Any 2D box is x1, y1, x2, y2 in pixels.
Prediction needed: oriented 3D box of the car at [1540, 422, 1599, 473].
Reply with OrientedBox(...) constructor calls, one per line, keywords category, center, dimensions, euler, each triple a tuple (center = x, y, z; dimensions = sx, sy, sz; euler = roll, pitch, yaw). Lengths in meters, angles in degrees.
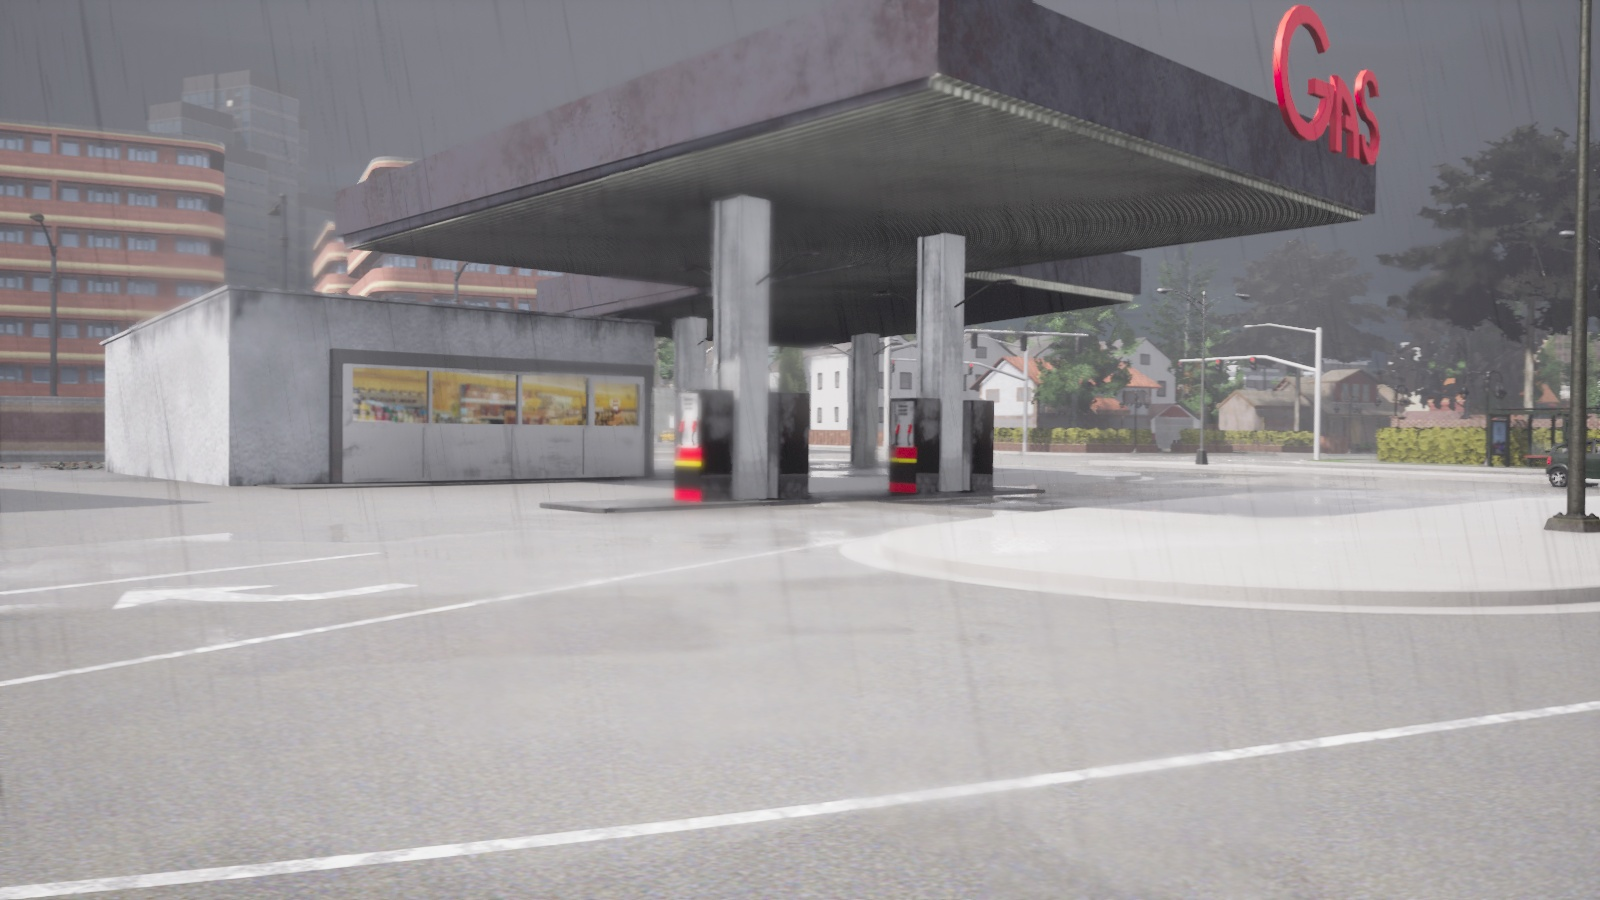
OrientedBox(category="car", center=(25.125, -0.089, 38.627), dimensions=(1.789, 1.549, 3.705), euler=(-1, 1, -26))
